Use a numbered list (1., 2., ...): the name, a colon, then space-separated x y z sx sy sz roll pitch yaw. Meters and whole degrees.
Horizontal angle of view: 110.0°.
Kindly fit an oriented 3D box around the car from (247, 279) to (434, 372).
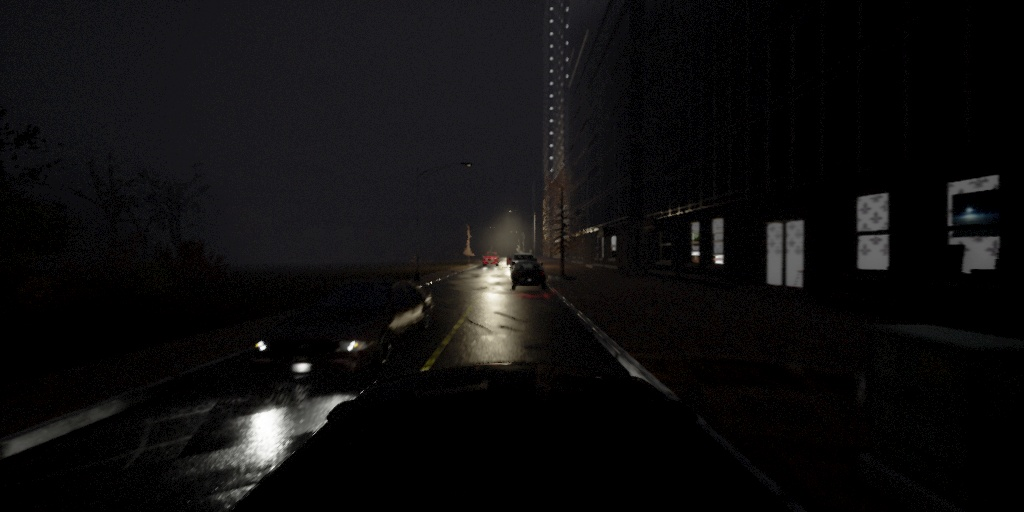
1. car: -3.098 1.238 7.951 2.033 1.411 5.357 0 1 0

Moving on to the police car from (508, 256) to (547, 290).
1. police car: 0.902 0.991 21.013 1.930 1.638 5.238 0 1 0

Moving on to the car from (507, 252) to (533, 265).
1. car: 0.904 0.695 30.932 2.150 2.045 5.566 0 1 0

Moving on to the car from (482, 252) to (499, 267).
1. car: -3.037 0.481 52.237 2.150 2.045 5.566 0 1 1
